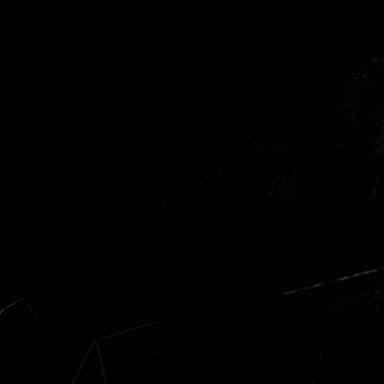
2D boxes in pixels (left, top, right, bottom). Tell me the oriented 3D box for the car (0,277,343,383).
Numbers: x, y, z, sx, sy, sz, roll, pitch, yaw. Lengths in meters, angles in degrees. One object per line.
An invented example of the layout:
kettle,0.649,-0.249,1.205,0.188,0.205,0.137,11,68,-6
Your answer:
car,-0.537,1.612,3.363,4.718,1.301,1.895,1,0,-35
